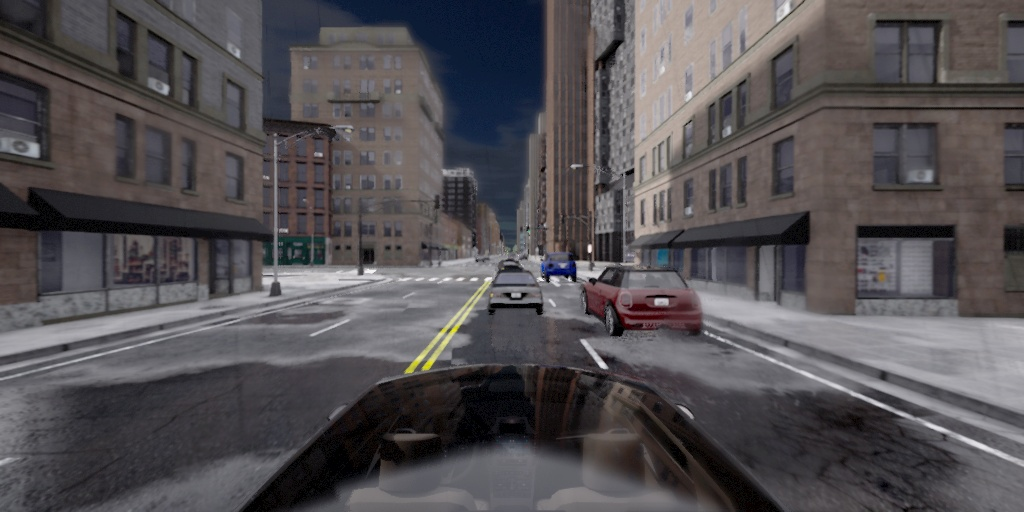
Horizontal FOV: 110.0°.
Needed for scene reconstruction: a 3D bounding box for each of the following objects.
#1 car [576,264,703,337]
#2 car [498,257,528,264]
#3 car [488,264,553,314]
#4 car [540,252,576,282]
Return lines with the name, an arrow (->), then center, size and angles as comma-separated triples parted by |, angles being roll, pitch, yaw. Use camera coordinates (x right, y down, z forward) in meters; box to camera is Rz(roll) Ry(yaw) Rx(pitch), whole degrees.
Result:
car -> 3.350, 1.026, 10.148 | 2.097, 1.767, 4.553 | 0, 1, 0
car -> -0.306, 1.027, 26.966 | 1.837, 1.490, 4.892 | 0, 1, -7
car -> 0.099, 1.194, 13.217 | 2.033, 1.411, 5.357 | 0, 1, -1
car -> 3.342, 0.749, 26.290 | 2.150, 2.045, 5.566 | 0, 1, 0
